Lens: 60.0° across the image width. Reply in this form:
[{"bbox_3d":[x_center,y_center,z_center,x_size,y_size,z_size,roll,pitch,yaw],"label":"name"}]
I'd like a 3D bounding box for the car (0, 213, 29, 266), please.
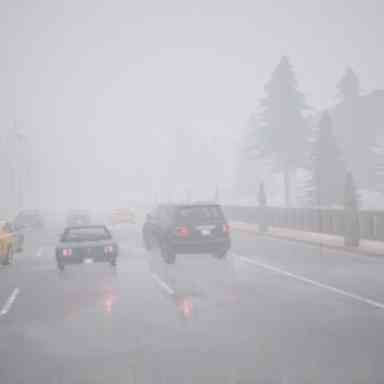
[{"bbox_3d":[-7.770,1.851,12.754,1.882,1.535,5.008,-1,0,-19],"label":"car"}]

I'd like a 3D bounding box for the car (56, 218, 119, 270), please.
[{"bbox_3d":[-3.882,1.861,12.231,1.895,1.301,4.718,-1,-1,-19],"label":"car"}]

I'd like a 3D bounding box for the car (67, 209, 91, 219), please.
[{"bbox_3d":[-9.361,2.127,27.594,1.812,1.442,4.674,-1,0,-19],"label":"car"}]

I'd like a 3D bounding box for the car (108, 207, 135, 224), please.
[{"bbox_3d":[-6.233,2.014,29.245,1.882,1.535,5.008,-1,0,-19],"label":"car"}]

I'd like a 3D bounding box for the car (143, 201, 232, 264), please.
[{"bbox_3d":[-0.433,1.397,12.937,2.150,2.045,5.566,-1,0,-19],"label":"car"}]

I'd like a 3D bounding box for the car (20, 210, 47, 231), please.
[{"bbox_3d":[-12.428,2.155,25.754,2.128,1.511,4.902,-1,-1,-19],"label":"car"}]
